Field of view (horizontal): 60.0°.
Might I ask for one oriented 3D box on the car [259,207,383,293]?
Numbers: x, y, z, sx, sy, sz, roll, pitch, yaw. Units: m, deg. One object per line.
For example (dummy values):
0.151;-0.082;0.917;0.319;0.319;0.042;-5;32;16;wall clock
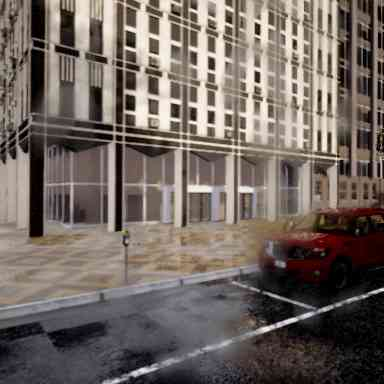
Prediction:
4.113;1.381;9.224;5.009;1.841;2.192;1;0;-36;car
